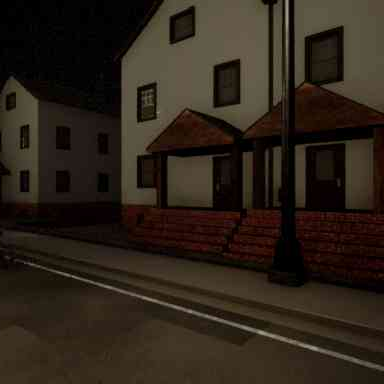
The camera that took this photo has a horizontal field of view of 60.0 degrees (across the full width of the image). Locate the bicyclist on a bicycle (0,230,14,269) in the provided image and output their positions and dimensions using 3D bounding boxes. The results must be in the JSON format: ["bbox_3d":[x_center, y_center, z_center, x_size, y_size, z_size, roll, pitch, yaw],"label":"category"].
[{"bbox_3d":[-5.810,1.440,9.232,0.582,1.620,1.656,0,1,39],"label":"bicyclist on a bicycle"}]
